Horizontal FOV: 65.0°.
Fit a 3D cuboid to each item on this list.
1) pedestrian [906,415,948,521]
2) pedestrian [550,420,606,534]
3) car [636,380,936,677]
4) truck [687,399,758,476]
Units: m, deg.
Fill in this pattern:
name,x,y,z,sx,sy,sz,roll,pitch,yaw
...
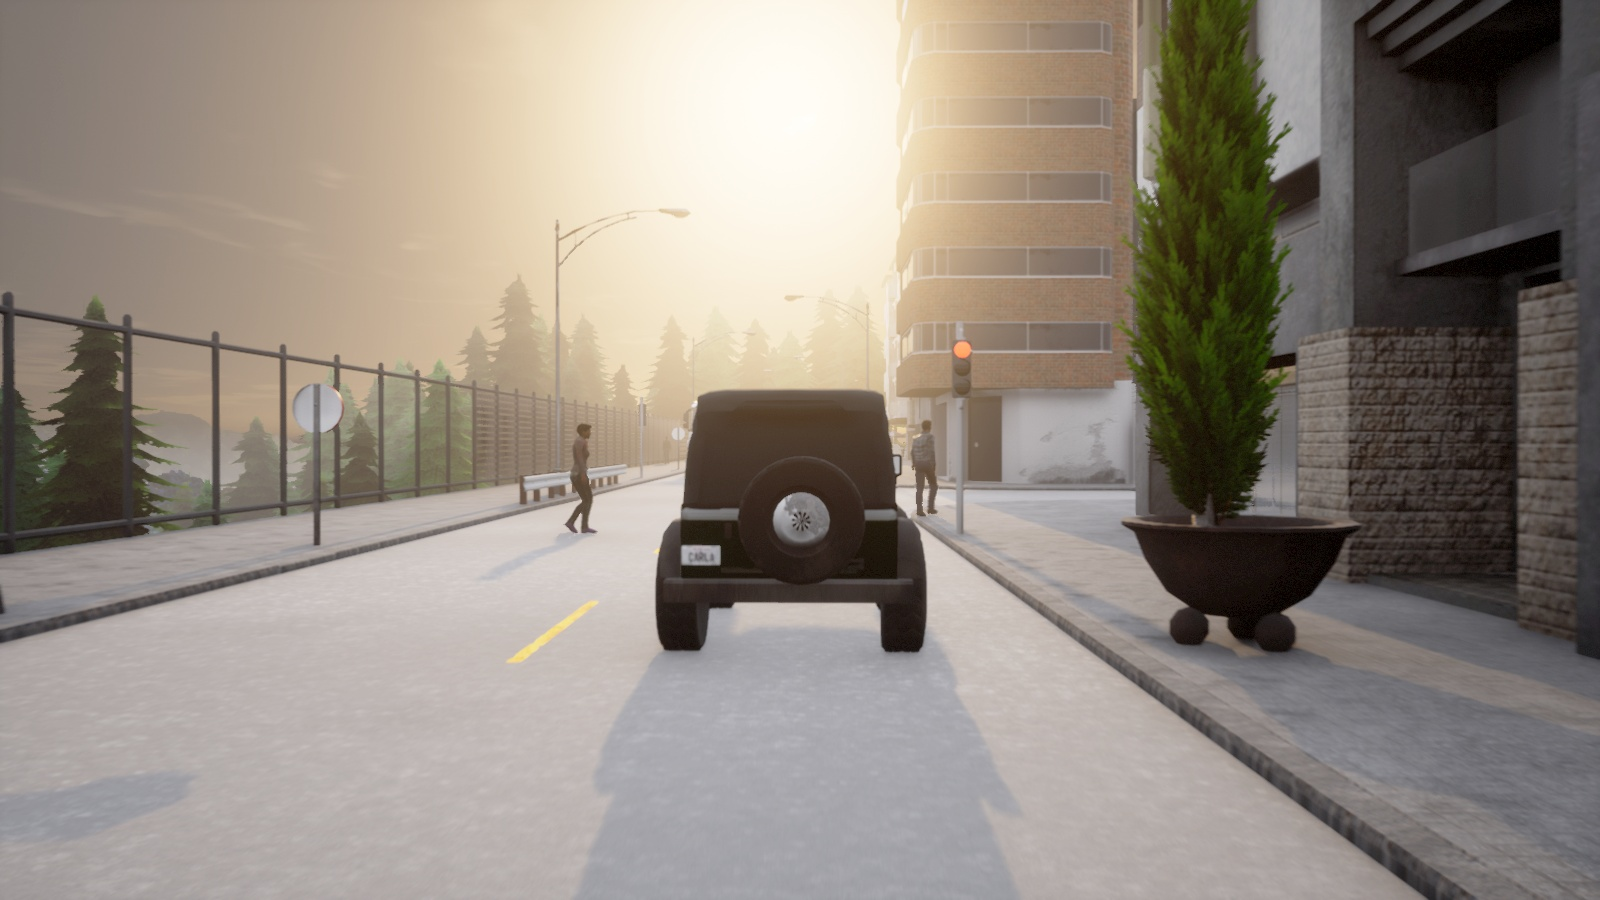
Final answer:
name,x,y,z,sx,sy,sz,roll,pitch,yaw
pedestrian,2.385,0.324,23.559,0.423,1.949,0.788,0,0,40
pedestrian,-3.588,0.430,20.289,0.869,1.805,0.328,0,0,-17
car,-0.012,0.486,9.923,1.905,1.878,3.866,0,0,2
truck,-3.630,-0.579,60.495,2.891,3.462,7.936,0,0,0
